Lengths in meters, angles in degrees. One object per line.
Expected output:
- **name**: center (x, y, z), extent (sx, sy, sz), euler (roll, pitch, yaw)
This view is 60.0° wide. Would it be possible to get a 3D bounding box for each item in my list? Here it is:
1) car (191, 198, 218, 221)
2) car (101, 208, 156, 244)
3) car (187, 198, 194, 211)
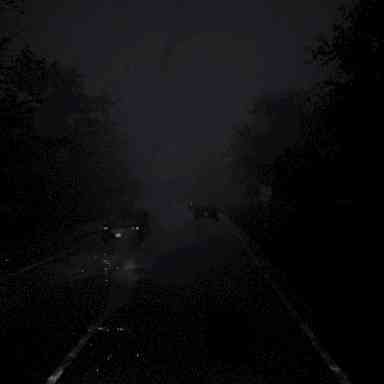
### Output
- **car**: center (1.126, 1.580, 28.056), extent (1.882, 1.535, 5.008), euler (0, 0, 1)
- **car**: center (-2.965, 1.550, 16.351), extent (2.128, 1.511, 4.902), euler (0, 0, 3)
- **car**: center (0.525, 1.523, 43.646), extent (2.097, 1.767, 4.553), euler (1, 0, -5)
